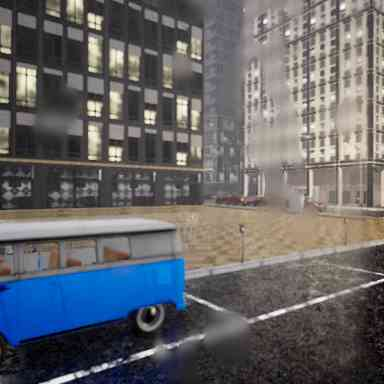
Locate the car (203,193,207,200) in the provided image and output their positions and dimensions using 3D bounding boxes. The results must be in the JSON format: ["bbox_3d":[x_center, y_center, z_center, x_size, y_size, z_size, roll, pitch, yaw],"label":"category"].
[{"bbox_3d":[2.129,0.824,61.396,1.947,1.339,4.313,2,0,-36],"label":"car"}]

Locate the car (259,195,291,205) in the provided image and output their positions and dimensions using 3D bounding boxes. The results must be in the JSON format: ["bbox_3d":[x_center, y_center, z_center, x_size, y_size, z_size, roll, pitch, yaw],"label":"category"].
[{"bbox_3d":[11.875,1.163,47.798,1.802,1.307,4.206,2,0,-36],"label":"car"}]

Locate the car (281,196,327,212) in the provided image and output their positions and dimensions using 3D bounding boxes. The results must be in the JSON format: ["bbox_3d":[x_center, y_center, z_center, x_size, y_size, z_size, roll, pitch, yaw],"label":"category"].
[{"bbox_3d":[11.599,1.209,33.804,1.967,1.590,4.097,2,0,-36],"label":"car"}]

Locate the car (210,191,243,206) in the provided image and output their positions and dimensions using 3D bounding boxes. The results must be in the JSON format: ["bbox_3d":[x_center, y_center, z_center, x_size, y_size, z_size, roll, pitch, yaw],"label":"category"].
[{"bbox_3d":[5.108,0.869,42.865,2.192,1.841,5.009,2,0,-36],"label":"car"}]

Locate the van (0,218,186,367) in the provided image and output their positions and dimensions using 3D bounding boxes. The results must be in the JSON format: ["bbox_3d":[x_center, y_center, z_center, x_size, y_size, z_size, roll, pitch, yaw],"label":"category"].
[{"bbox_3d":[-2.005,1.347,5.130,3.998,1.788,1.690,0,0,-36],"label":"van"}]

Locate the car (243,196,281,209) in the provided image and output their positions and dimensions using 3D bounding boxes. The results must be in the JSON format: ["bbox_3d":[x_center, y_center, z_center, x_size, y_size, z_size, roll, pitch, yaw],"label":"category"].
[{"bbox_3d":[8.347,1.243,38.335,1.802,1.307,4.206,2,0,-36],"label":"car"}]

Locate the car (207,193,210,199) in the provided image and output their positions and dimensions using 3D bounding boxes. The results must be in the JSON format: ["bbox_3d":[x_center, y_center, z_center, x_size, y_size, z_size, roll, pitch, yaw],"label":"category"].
[{"bbox_3d":[5.280,0.888,57.002,1.752,1.417,4.829,2,0,-36],"label":"car"}]
